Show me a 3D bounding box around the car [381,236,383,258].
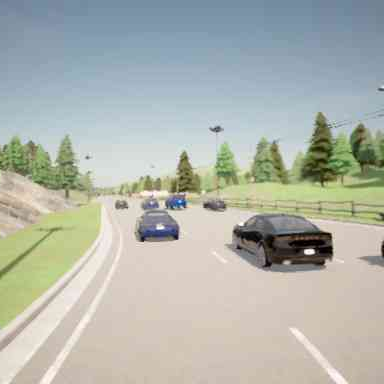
[{"bbox_3d":[6.652,1.365,7.909,2.128,1.511,4.902,-1,0,-5],"label":"car"}]

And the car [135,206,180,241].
[{"bbox_3d":[-1.895,1.649,17.471,1.994,1.385,4.181,-1,0,-12],"label":"car"}]

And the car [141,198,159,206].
[{"bbox_3d":[-5.921,1.598,46.758,2.097,1.767,4.553,-1,0,-15],"label":"car"}]

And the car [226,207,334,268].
[{"bbox_3d":[2.768,1.445,11.257,1.882,1.535,5.008,-1,0,-8],"label":"car"}]

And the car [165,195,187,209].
[{"bbox_3d":[-2.275,1.387,46.645,2.150,2.045,5.566,-1,0,-15],"label":"car"}]

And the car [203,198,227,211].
[{"bbox_3d":[2.770,1.534,41.379,2.128,1.511,4.902,-1,0,-15],"label":"car"}]

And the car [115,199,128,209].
[{"bbox_3d":[-11.315,1.873,53.376,2.128,1.511,4.902,-1,0,-15],"label":"car"}]
